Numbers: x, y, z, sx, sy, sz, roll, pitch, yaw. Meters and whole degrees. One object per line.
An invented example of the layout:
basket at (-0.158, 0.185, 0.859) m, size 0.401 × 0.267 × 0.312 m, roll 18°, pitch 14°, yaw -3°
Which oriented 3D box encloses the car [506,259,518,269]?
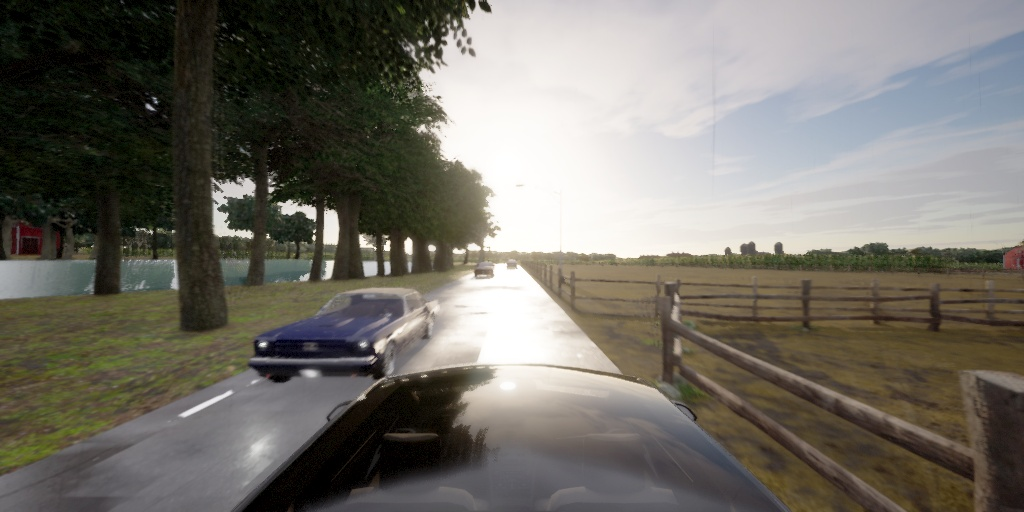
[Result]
car at (-0.001, 1.436, 63.974) m, size 1.882 × 1.535 × 5.008 m, roll 0°, pitch 0°, yaw 0°

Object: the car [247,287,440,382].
car at (-2.840, 1.355, 7.270) m, size 1.895 × 1.301 × 4.718 m, roll 0°, pitch 0°, yaw 0°

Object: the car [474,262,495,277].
car at (-2.751, 1.308, 36.775) m, size 1.882 × 1.535 × 5.008 m, roll 0°, pitch 0°, yaw 0°
